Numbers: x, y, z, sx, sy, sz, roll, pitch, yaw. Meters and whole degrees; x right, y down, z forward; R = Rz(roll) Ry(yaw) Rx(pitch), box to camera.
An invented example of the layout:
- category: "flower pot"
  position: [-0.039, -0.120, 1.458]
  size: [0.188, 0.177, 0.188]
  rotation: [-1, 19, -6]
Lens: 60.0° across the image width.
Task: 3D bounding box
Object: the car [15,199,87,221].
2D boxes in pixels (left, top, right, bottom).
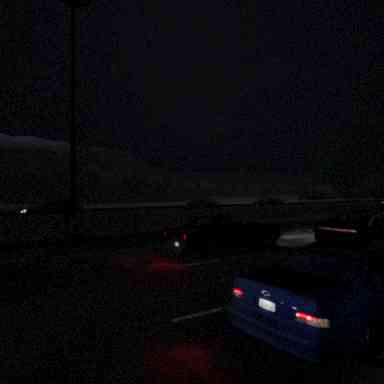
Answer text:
- category: "car"
  position: [-9.612, 1.271, 22.792]
  size: [4.553, 1.767, 2.097]
  rotation: [0, 0, -34]

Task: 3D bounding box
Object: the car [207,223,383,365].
- category: "car"
  position: [3.066, 1.527, 5.784]
  size: [5.357, 1.411, 2.033]
  rotation: [0, 0, -34]

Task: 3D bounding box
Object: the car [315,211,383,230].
- category: "car"
  position: [6.603, 1.448, 12.372]
  size: [4.902, 1.511, 2.128]
  rotation: [0, 0, -34]

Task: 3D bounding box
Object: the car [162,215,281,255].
- category: "car"
  position: [1.302, 1.555, 13.028]
  size: [4.718, 1.301, 1.895]
  rotation: [0, 0, -34]

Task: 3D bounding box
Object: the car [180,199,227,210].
- category: "car"
  position: [0.903, 1.474, 25.652]
  size: [4.181, 1.385, 1.994]
  rotation: [0, 0, -34]

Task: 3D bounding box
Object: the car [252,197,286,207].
- category: "car"
  position: [9.166, 1.333, 39.527]
  size: [4.181, 1.385, 1.994]
  rotation: [0, 0, -34]
